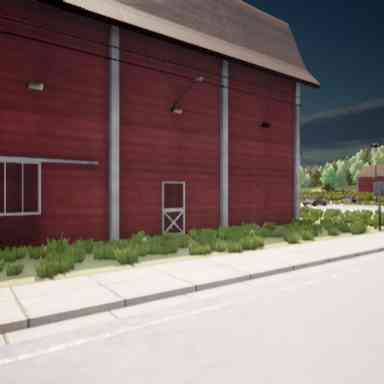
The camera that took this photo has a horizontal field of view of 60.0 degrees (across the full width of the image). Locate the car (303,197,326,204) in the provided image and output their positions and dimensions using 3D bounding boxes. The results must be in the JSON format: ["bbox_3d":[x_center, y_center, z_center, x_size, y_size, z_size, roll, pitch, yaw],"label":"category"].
[{"bbox_3d":[18.813,1.453,51.007,4.193,1.474,1.816,0,0,-36],"label":"car"}]

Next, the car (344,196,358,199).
[{"bbox_3d":[28.493,1.471,59.565,3.905,1.438,1.784,0,0,-36],"label":"car"}]
